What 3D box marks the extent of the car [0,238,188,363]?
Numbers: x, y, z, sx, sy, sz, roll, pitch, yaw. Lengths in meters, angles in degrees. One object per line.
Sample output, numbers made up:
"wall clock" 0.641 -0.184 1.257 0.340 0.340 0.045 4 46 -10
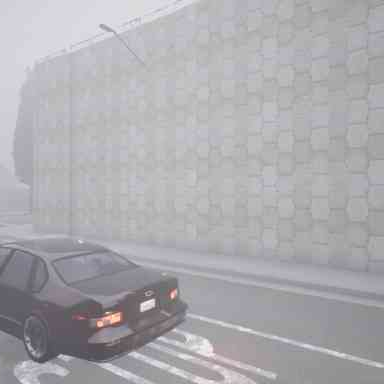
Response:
"car" -2.638 1.547 5.859 5.357 1.411 2.033 0 0 35
